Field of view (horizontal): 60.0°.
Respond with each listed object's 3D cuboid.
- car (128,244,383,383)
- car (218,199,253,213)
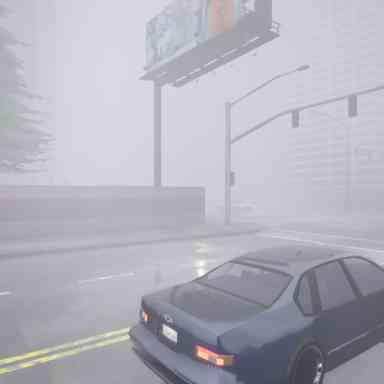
[{"bbox_3d":[1.779,1.547,5.033,5.357,1.411,2.033,0,0,-37],"label":"car"},{"bbox_3d":[4.769,1.525,37.216,1.812,1.442,4.674,0,0,-35],"label":"car"}]
